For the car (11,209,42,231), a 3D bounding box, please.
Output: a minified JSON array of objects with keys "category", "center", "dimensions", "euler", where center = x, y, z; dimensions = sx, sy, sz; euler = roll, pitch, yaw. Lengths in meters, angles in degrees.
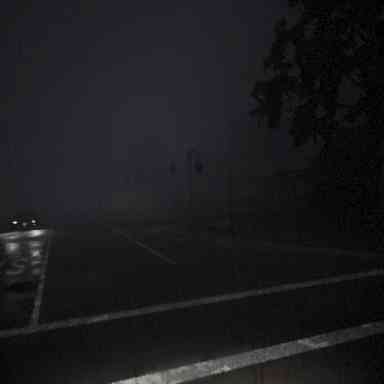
[{"category":"car","center":[-13.008,2.147,26.309],"dimensions":[1.837,1.490,4.892],"euler":[-2,0,-22]}]
